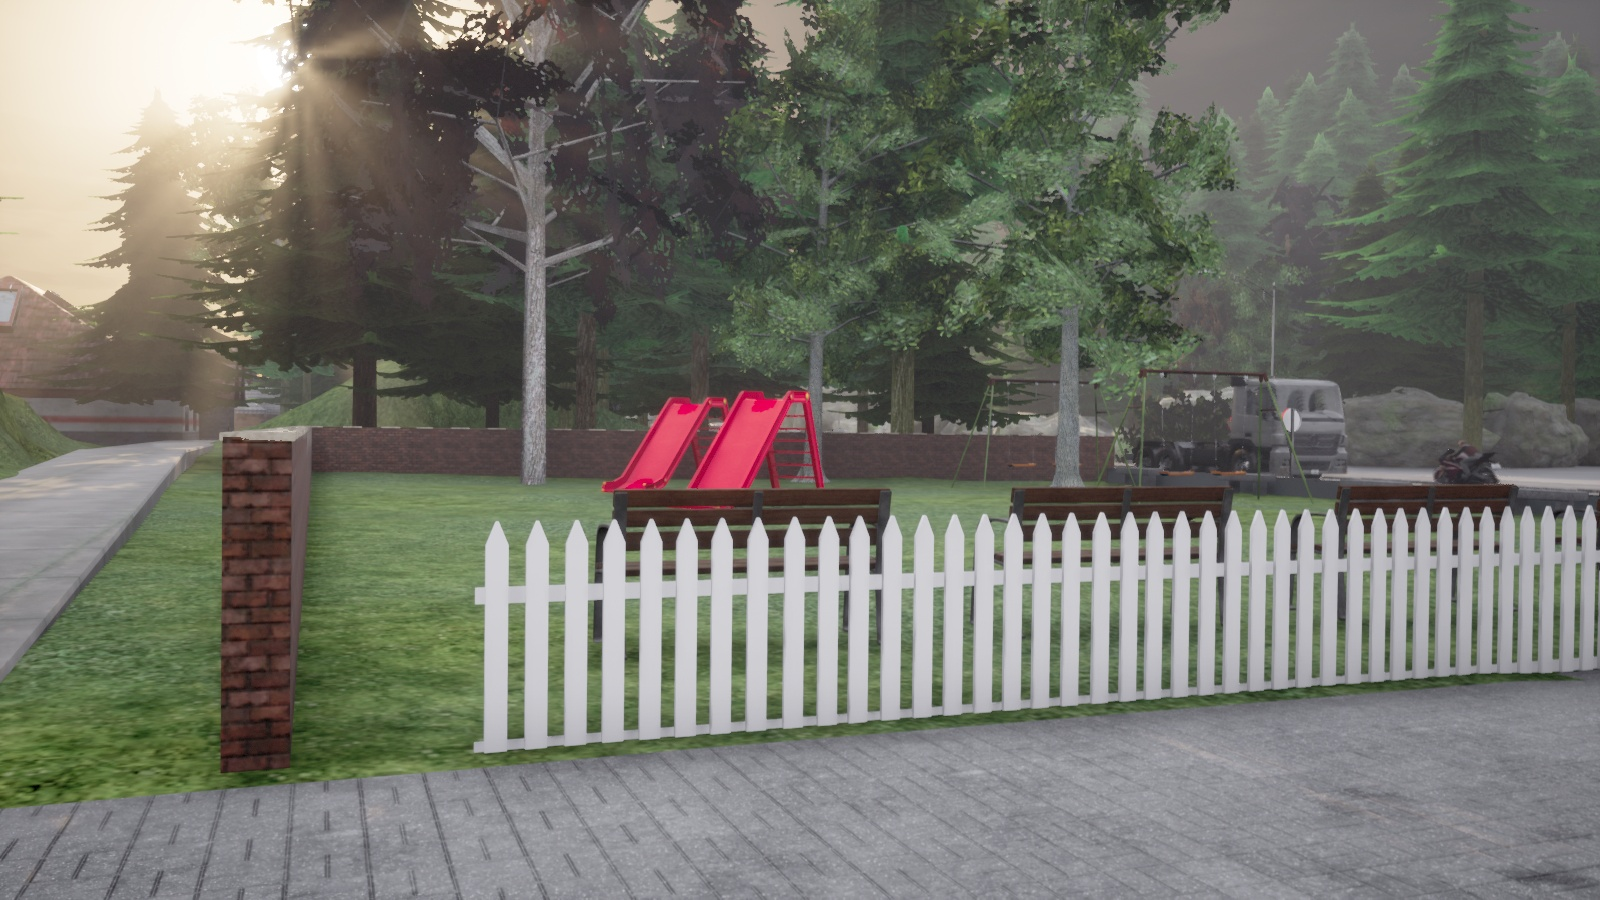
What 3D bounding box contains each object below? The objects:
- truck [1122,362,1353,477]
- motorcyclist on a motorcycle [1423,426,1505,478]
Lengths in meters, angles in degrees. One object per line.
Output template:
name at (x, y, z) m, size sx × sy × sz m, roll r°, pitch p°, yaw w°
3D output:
truck at (14.381, -0.988, 42.124) m, size 2.891 × 3.462 × 7.936 m, roll -1°, pitch 1°, yaw -21°
motorcyclist on a motorcycle at (20.175, 0.035, 38.212) m, size 0.866 × 1.530 × 2.191 m, roll -1°, pitch 1°, yaw -21°
